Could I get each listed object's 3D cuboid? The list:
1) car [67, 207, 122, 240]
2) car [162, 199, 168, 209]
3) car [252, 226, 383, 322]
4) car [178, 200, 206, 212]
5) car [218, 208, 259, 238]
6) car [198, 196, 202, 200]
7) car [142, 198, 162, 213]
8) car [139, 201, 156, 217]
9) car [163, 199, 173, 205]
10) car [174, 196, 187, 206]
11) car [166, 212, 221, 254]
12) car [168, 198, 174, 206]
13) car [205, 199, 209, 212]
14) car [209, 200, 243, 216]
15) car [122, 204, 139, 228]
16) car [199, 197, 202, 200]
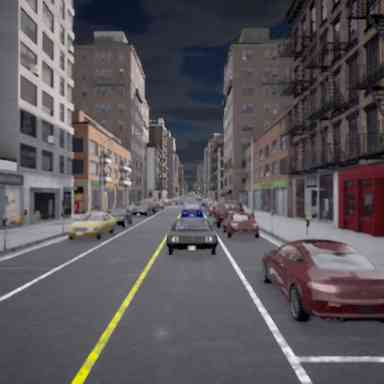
[{"bbox_3d":[-5.377,1.701,18.300,1.752,1.417,4.829,0,-1,0],"label":"car"},{"bbox_3d":[-5.356,1.925,52.560,1.967,1.590,4.097,0,-1,0],"label":"car"},{"bbox_3d":[2.641,1.652,7.108,1.802,1.307,4.206,0,-1,0],"label":"car"},{"bbox_3d":[0.023,1.754,29.457,1.882,1.535,5.008,0,0,0],"label":"car"},{"bbox_3d":[2.648,1.759,18.470,1.802,1.307,4.206,0,-1,0],"label":"car"},{"bbox_3d":[2.680,2.165,69.770,1.752,1.417,4.829,0,-1,0],"label":"car"},{"bbox_3d":[-5.363,1.698,41.197,2.192,1.841,5.009,0,-1,0],"label":"car"},{"bbox_3d":[-5.366,1.897,35.514,1.947,1.339,4.313,0,-1,0],"label":"car"},{"bbox_3d":[-5.342,2.239,75.285,2.008,1.369,4.403,0,-1,0],"label":"car"},{"bbox_3d":[-2.707,2.196,71.785,2.033,1.411,5.357,0,-1,0],"label":"car"},{"bbox_3d":[0.009,1.737,14.097,1.895,1.301,4.718,0,0,0],"label":"car"},{"bbox_3d":[-5.346,2.220,69.603,1.802,1.307,4.206,0,-1,0],"label":"car"},{"bbox_3d":[2.659,1.771,35.515,1.967,1.590,4.097,0,-1,0],"label":"car"},{"bbox_3d":[2.652,1.544,24.154,2.192,1.841,5.009,0,-1,0],"label":"car"},{"bbox_3d":[-5.373,1.794,24.151,1.947,1.339,4.313,0,-1,0],"label":"car"},{"bbox_3d":[2.673,2.102,58.238,1.947,1.339,4.313,0,-1,0],"label":"car"}]
